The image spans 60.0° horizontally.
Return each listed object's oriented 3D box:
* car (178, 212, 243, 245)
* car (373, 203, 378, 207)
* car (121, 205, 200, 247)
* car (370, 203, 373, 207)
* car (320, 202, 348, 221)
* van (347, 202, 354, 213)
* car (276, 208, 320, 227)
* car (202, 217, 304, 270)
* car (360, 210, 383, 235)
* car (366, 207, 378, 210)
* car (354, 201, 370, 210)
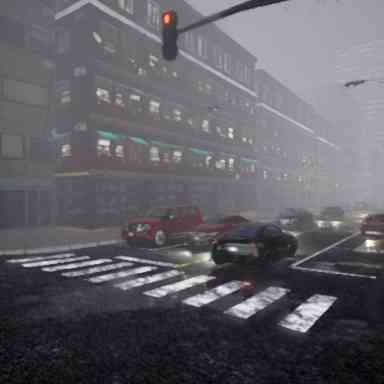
[{"bbox_3d":[1.592,1.848,16.678,1.812,1.442,4.674,0,-1,36],"label":"car"},{"bbox_3d":[44.304,3.350,82.247,1.947,1.339,4.313,-2,-2,35],"label":"car"},{"bbox_3d":[-1.318,1.628,17.057,2.192,1.841,5.009,-2,-2,35],"label":"car"},{"bbox_3d":[37.786,3.011,72.937,1.967,1.590,4.097,-2,-2,35],"label":"car"},{"bbox_3d":[15.139,2.253,35.995,1.837,1.490,4.892,0,0,35],"label":"car"},{"bbox_3d":[24.751,2.488,54.312,1.690,1.788,3.998,-2,-2,35],"label":"van"},{"bbox_3d":[7.963,2.016,25.769,2.128,1.511,4.902,0,-1,35],"label":"car"},{"bbox_3d":[2.403,1.810,12.162,1.994,1.385,4.181,0,-1,34],"label":"car"},{"bbox_3d":[12.075,2.052,21.628,1.802,1.307,4.206,-2,-2,35],"label":"car"},{"bbox_3d":[15.333,2.125,26.287,2.008,1.369,4.403,-2,-2,35],"label":"car"},{"bbox_3d":[34.526,2.779,68.284,2.192,1.841,5.009,-2,-2,35],"label":"car"}]
